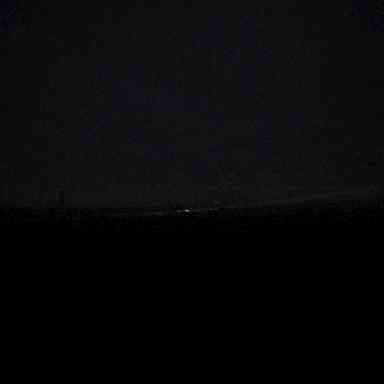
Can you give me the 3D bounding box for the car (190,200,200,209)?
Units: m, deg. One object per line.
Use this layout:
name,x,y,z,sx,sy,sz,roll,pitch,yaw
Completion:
car,-0.491,2.438,63.755,2.097,1.767,4.553,-2,-1,36

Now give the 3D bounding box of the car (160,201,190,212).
car,-3.122,2.520,54.110,2.128,1.511,4.902,-2,-1,36

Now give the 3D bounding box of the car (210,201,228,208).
car,5.400,2.467,65.925,1.812,1.442,4.674,-2,-1,36
